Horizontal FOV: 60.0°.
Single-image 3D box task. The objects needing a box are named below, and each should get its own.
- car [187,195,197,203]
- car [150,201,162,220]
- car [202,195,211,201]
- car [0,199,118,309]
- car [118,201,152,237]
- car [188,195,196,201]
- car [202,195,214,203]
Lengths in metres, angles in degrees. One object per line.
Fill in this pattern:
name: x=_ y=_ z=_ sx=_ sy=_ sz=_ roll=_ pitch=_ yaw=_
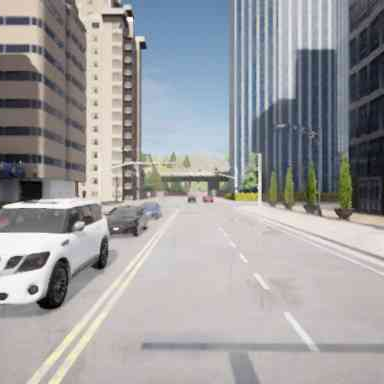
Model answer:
car: x=-0.013 y=1.519 z=68.734 sx=1.837 sy=1.490 sz=4.892 roll=0 pitch=0 yaw=0
car: x=-3.580 y=1.532 z=28.313 sx=1.812 sy=1.442 sz=4.674 roll=0 pitch=0 yaw=1
car: x=3.485 y=1.435 z=79.168 sx=1.994 sy=1.385 sz=4.181 roll=0 pitch=0 yaw=0
car: x=-3.601 y=1.222 z=8.194 sx=2.150 sy=2.045 sz=5.566 roll=0 pitch=0 yaw=0
car: x=-3.599 y=1.481 z=18.261 sx=1.882 sy=1.535 sz=5.008 roll=0 pitch=0 yaw=0
car: x=-0.015 y=1.406 z=79.167 sx=1.812 sy=1.442 sz=4.674 roll=0 pitch=0 yaw=0
car: x=3.487 y=1.572 z=69.152 sx=1.994 sy=1.385 sz=4.181 roll=0 pitch=0 yaw=0
